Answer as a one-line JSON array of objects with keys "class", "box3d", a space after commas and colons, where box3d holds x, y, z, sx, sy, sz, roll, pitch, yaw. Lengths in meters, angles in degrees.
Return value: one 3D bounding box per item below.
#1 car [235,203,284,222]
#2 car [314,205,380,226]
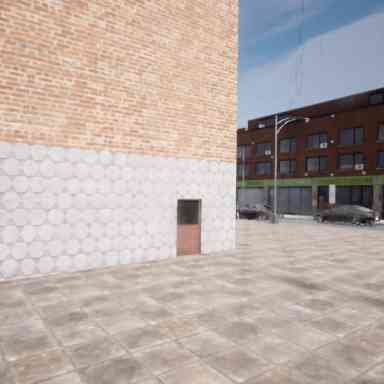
[{"class": "car", "box3d": [5.477, 1.704, 28.000, 1.837, 1.490, 4.892, 1, -2, -35]}, {"class": "car", "box3d": [11.381, 1.701, 24.773, 1.812, 1.442, 4.674, 1, -2, -35]}]
